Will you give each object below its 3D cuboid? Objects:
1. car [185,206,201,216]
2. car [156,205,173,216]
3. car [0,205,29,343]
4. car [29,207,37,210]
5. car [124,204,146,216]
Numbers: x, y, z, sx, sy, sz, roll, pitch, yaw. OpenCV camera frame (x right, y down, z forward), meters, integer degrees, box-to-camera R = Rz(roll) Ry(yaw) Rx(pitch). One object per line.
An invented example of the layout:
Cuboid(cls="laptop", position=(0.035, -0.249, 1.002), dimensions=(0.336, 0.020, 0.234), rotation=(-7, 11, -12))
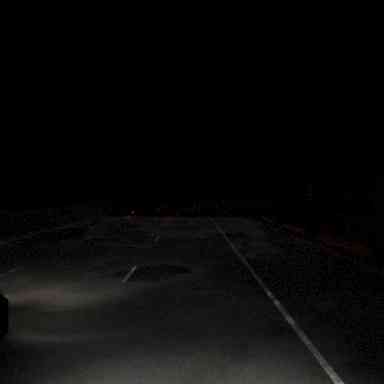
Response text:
Cuboid(cls="car", position=(0.105, 2.434, 42.445), dimensions=(1.994, 1.385, 4.181), rotation=(0, -4, 0))
Cuboid(cls="car", position=(-3.394, 2.359, 41.968), dimensions=(1.812, 1.442, 4.674), rotation=(0, -4, 0))
Cuboid(cls="car", position=(-3.399, 1.234, 1.871), dimensions=(2.150, 2.045, 5.566), rotation=(0, 0, 0))
Cuboid(cls="car", position=(-14.096, 1.709, 26.217), dimensions=(2.033, 1.411, 5.357), rotation=(0, -1, 0))
Cuboid(cls="car", position=(-6.896, 2.289, 41.301), dimensions=(1.837, 1.490, 4.892), rotation=(0, -4, 0))
